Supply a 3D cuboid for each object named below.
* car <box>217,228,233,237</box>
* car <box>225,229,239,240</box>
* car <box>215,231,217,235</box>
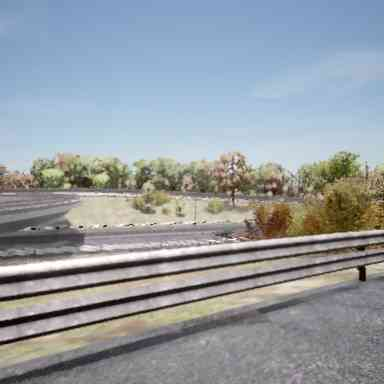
[{"bbox_3d":[8.965,8.682,70.942,5.566,2.045,2.150,-1,0,-17],"label":"car"},{"bbox_3d":[9.953,8.948,67.585,5.008,1.535,1.882,-1,0,-17],"label":"car"},{"bbox_3d":[7.908,8.981,74.280,5.357,1.411,2.033,-1,0,-17],"label":"car"}]
